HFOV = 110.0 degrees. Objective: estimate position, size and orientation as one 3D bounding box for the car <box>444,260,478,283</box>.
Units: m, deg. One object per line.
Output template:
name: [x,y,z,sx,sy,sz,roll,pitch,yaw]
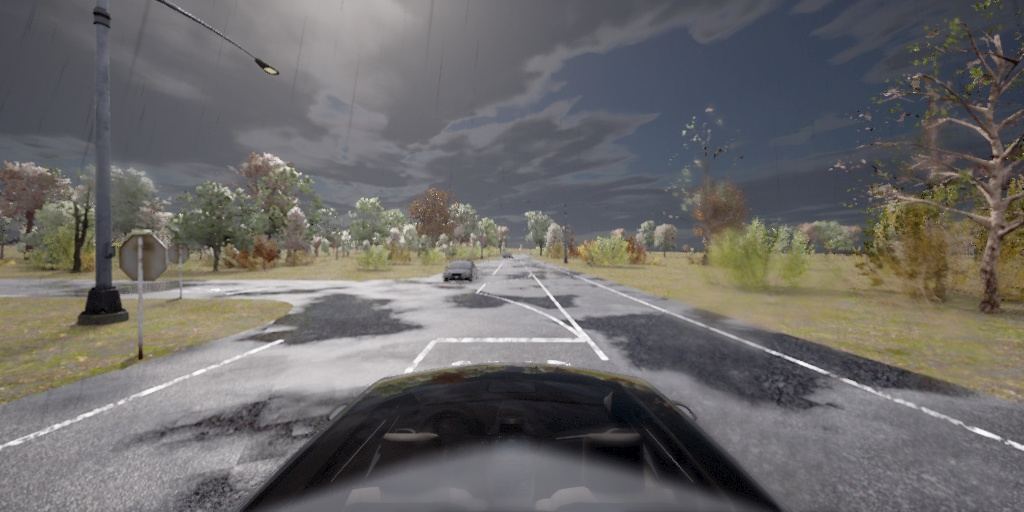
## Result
car: [-3.434,1.016,24.669,1.837,1.490,4.892,0,1,0]
